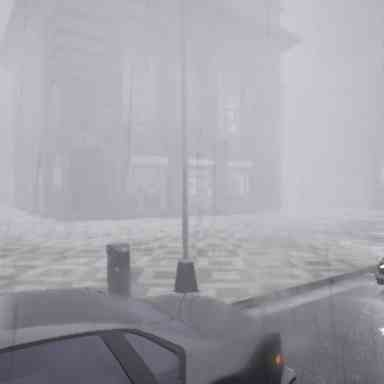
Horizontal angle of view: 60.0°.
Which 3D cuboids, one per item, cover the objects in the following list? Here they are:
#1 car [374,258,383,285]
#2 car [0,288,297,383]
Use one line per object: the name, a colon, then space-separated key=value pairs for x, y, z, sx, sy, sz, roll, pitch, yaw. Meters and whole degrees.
car: x=6.615 y=1.542 z=8.092 sx=5.357 sy=1.411 sz=2.033 roll=0 pitch=0 yaw=-35
car: x=-1.583 y=1.544 z=2.230 sx=5.357 sy=1.411 sz=2.033 roll=0 pitch=0 yaw=-36
